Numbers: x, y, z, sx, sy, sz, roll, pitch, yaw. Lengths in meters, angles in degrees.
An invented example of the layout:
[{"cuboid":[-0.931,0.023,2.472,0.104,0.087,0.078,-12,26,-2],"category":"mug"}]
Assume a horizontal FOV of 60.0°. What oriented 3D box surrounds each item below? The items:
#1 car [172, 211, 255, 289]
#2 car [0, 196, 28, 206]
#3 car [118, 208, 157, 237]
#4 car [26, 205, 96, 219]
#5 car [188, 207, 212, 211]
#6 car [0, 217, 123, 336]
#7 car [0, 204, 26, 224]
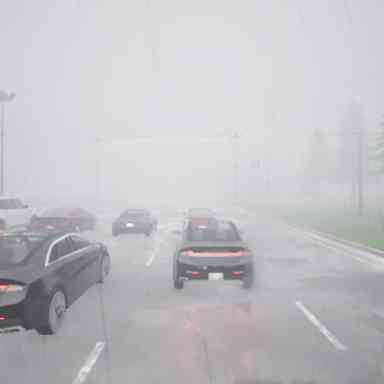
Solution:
[{"cuboid":[0.484,1.501,9.174,2.128,1.511,4.902,0,0,0],"category":"car"},{"cuboid":[-10.042,1.239,17.199,2.150,2.045,5.566,0,0,0],"category":"car"},{"cuboid":[-3.048,1.582,18.269,1.994,1.385,4.181,0,0,0],"category":"car"},{"cuboid":[-6.545,1.495,17.699,1.882,1.535,5.008,0,0,0],"category":"car"},{"cuboid":[0.444,1.544,18.255,1.812,1.442,4.674,0,0,0],"category":"car"},{"cuboid":[-3.026,1.499,6.654,2.128,1.511,4.902,0,0,0],"category":"car"},{"cuboid":[-6.531,1.360,8.526,2.097,1.767,4.553,0,0,0],"category":"car"}]
